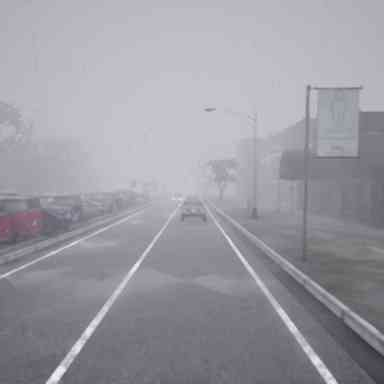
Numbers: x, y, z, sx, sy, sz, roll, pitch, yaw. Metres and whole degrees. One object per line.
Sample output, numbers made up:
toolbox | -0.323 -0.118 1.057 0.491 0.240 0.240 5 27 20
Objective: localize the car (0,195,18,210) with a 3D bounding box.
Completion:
car | -22.038 1.117 36.258 4.892 1.521 2.231 0 1 0

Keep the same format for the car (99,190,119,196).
car | -22.138 0.321 88.986 4.792 1.488 2.163 0 1 0

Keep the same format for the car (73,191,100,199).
car | -22.080 0.589 69.560 5.008 1.535 2.097 0 1 0

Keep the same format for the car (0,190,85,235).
car | -8.913 1.087 17.400 5.566 2.045 2.435 0 0 0

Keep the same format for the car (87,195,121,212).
car | -8.984 1.254 28.621 4.792 1.488 2.163 0 1 0

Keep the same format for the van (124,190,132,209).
van | -8.845 0.919 34.222 4.442 1.987 1.878 0 1 0

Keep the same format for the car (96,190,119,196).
car | -21.919 0.330 86.209 5.366 1.575 1.946 0 1 0

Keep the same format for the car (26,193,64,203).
car | -22.090 0.926 50.133 4.792 1.488 2.163 0 1 0

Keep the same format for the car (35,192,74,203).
car | -21.879 0.849 52.908 5.366 1.575 1.946 0 1 0

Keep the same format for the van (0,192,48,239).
van | -9.055 1.134 14.596 4.442 1.987 1.878 0 0 0

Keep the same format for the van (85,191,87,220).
van | -9.062 1.089 20.200 4.442 1.987 1.878 0 1 0

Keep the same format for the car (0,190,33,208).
car | -22.019 0.821 39.028 5.566 2.045 2.435 0 1 0

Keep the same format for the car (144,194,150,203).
car | -8.790 0.965 45.441 5.366 1.575 1.946 0 1 0

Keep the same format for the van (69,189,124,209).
van | -9.075 0.959 31.420 4.442 1.987 1.878 0 1 0

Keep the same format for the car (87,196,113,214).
car | -8.949 1.297 25.814 4.674 1.452 2.002 0 1 0

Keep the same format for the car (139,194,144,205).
car | -8.975 1.053 42.638 4.674 1.452 2.002 0 1 0

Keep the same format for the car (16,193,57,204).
car | -22.064 0.941 47.358 4.892 1.521 2.231 0 1 0

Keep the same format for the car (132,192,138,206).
car | -8.960 1.102 37.032 5.008 1.535 2.097 0 1 0

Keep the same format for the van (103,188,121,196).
van | -21.995 0.023 91.756 4.442 1.987 1.878 0 1 0

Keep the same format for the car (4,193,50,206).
car | -22.060 0.984 44.583 5.008 1.535 2.097 0 1 0

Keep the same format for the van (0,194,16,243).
van | -9.051 1.157 11.793 4.442 1.987 1.878 0 0 0

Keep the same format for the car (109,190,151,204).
car | -8.951 0.673 48.240 5.566 2.045 2.435 0 1 0

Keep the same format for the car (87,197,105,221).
car | -8.955 1.287 23.010 4.892 1.521 2.231 0 1 0

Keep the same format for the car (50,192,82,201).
car | -22.042 0.794 58.460 4.792 1.488 2.163 0 1 0

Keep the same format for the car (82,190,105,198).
car | -22.123 0.377 75.108 4.553 1.767 2.185 0 1 0

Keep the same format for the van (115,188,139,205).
van | -9.086 0.832 39.831 4.442 1.987 1.878 0 1 0

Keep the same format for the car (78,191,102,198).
car | -22.086 0.586 72.336 4.674 1.452 2.002 0 1 0

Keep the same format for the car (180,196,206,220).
car | 0.104 1.295 25.148 2.033 1.411 5.357 0 1 0

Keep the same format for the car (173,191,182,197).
car | -3.240 0.528 74.679 1.895 1.301 4.718 0 1 0
